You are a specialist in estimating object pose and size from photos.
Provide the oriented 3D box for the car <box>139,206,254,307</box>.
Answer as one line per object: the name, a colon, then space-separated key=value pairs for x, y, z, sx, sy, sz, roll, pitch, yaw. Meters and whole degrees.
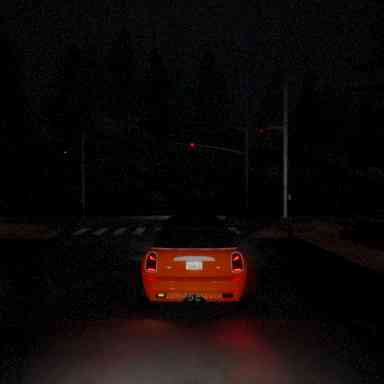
car: x=0.049 y=1.352 z=8.149 sx=2.097 sy=1.767 sz=4.553 roll=0 pitch=0 yaw=0

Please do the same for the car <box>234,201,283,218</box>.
car: x=5.217 y=1.438 z=27.366 sx=4.718 sy=1.301 sz=1.895 roll=0 pitch=0 yaw=0
